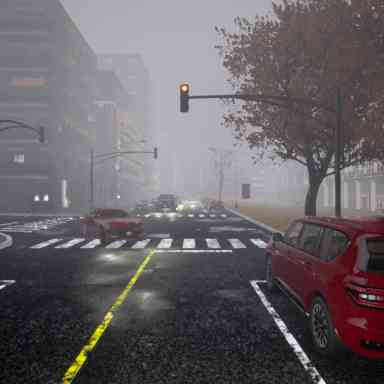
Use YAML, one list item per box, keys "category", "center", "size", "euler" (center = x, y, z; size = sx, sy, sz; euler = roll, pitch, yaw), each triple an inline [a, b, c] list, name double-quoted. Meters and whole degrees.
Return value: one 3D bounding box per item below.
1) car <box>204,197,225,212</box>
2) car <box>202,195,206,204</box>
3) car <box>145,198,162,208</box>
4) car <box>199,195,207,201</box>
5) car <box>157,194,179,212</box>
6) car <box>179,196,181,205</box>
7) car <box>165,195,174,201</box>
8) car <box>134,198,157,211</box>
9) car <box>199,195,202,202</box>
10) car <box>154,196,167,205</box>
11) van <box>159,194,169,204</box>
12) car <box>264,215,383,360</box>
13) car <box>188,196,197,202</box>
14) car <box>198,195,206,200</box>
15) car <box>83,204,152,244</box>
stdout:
- category: "car"
  center: [2.746, 1.557, 38.316]
  size: [1.887, 1.381, 4.507]
  euler: [0, 0, 0]
- category: "car"
  center: [2.762, 1.548, 49.552]
  size: [1.752, 1.417, 4.829]
  euler: [0, 0, 0]
- category: "car"
  center: [-5.618, 1.573, 49.395]
  size: [2.008, 1.369, 4.403]
  euler: [0, 0, 0]
- category: "car"
  center: [2.819, 1.621, 88.111]
  size: [1.887, 1.381, 4.507]
  euler: [0, 0, 0]
- category: "car"
  center: [-3.033, 1.235, 40.075]
  size: [2.150, 2.045, 5.566]
  euler: [0, 0, 0]
- category: "car"
  center: [-3.011, 1.528, 50.094]
  size: [1.837, 1.490, 4.892]
  euler: [0, 0, 0]
- category: "car"
  center: [-5.570, 1.507, 82.591]
  size: [1.967, 1.590, 4.097]
  euler: [0, 0, 0]
- category: "car"
  center: [-5.634, 1.563, 38.329]
  size: [2.008, 1.369, 4.403]
  euler: [0, 0, 0]
- category: "car"
  center: [2.787, 1.625, 65.979]
  size: [1.802, 1.307, 4.206]
  euler: [0, 0, 0]
- category: "car"
  center: [-5.602, 1.476, 60.460]
  size: [1.967, 1.590, 4.097]
  euler: [0, 0, 0]
- category: "van"
  center: [-5.594, 1.384, 65.993]
  size: [1.690, 1.788, 3.998]
  euler: [0, 0, 0]
- category: "car"
  center: [2.700, 1.315, 5.928]
  size: [2.192, 1.841, 5.009]
  euler: [0, 0, 0]
- category: "car"
  center: [0.118, 1.587, 79.845]
  size: [1.812, 1.442, 4.674]
  euler: [0, 0, 0]
- category: "car"
  center: [2.827, 1.638, 93.643]
  size: [2.008, 1.369, 4.403]
  euler: [0, 0, 0]
- category: "car"
  center: [-3.908, 1.479, 16.216]
  size: [1.882, 1.535, 5.008]
  euler: [2, -1, -31]
